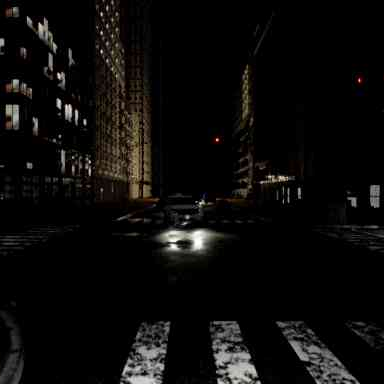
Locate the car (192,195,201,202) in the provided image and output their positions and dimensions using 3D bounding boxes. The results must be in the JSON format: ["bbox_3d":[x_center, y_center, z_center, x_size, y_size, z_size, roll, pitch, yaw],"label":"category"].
[{"bbox_3d":[0.968,1.511,73.228,1.812,1.442,4.674,0,0,0],"label":"car"}]

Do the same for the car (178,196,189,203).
[{"bbox_3d":[-1.754,1.488,67.356,2.128,1.511,4.902,0,0,0],"label":"car"}]

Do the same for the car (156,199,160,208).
[{"bbox_3d":[-4.170,1.592,47.257,1.802,1.307,4.206,0,0,0],"label":"car"}]

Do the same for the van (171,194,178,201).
[{"bbox_3d":[-4.452,1.313,85.949,1.690,1.788,3.998,0,0,0],"label":"van"}]

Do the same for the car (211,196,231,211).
[{"bbox_3d":[3.800,1.578,41.788,1.947,1.339,4.313,0,0,0],"label":"car"}]

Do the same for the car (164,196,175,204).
[{"bbox_3d":[-4.291,1.562,63.839,1.947,1.339,4.313,0,0,0],"label":"car"}]

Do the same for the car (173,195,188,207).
[{"bbox_3d":[-1.719,1.360,50.851,2.097,1.767,4.553,0,0,0],"label":"car"}]

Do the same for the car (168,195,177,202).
[{"bbox_3d":[-4.372,1.425,74.895,1.967,1.590,4.097,0,0,0],"label":"car"}]

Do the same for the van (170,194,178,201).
[{"bbox_3d":[-4.412,1.319,80.422,1.690,1.788,3.998,0,0,0],"label":"van"}]

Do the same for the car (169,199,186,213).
[{"bbox_3d":[-1.643,1.539,38.821,1.812,1.442,4.674,0,0,0],"label":"car"}]

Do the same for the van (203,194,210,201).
[{"bbox_3d":[3.468,1.319,80.479,1.690,1.788,3.998,0,0,0],"label":"van"}]

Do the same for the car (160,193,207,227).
[{"bbox_3d":[-0.774,1.245,23.613,2.150,2.045,5.566,0,0,-10],"label":"car"}]

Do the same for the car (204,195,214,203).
[{"bbox_3d":[3.549,1.431,69.425,1.967,1.590,4.097,0,0,0],"label":"car"}]

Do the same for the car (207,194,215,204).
[{"bbox_3d":[3.589,1.312,63.896,2.192,1.841,5.009,0,0,0],"label":"car"}]
